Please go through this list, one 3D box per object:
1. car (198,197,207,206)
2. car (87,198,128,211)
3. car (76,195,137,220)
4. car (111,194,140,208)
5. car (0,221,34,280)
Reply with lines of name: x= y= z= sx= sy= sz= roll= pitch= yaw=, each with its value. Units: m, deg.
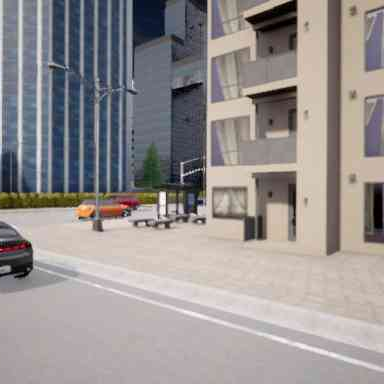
car: x=3.572 y=1.466 z=53.054 sx=2.097 sy=1.767 sz=4.553 roll=0 pitch=0 yaw=38
car: x=-10.383 y=1.517 z=41.184 sx=1.812 sy=1.442 sz=4.674 roll=0 pitch=0 yaw=38
car: x=-7.267 y=1.363 z=27.882 sx=2.097 sy=1.767 sz=4.553 roll=0 pitch=0 yaw=38
car: x=-8.487 y=1.224 z=37.964 sx=2.150 sy=2.045 sz=5.566 roll=0 pitch=0 yaw=38
car: x=-5.989 y=1.470 z=8.736 sx=4.892 sy=1.490 sz=1.837 roll=-1 pitch=-1 yaw=39
